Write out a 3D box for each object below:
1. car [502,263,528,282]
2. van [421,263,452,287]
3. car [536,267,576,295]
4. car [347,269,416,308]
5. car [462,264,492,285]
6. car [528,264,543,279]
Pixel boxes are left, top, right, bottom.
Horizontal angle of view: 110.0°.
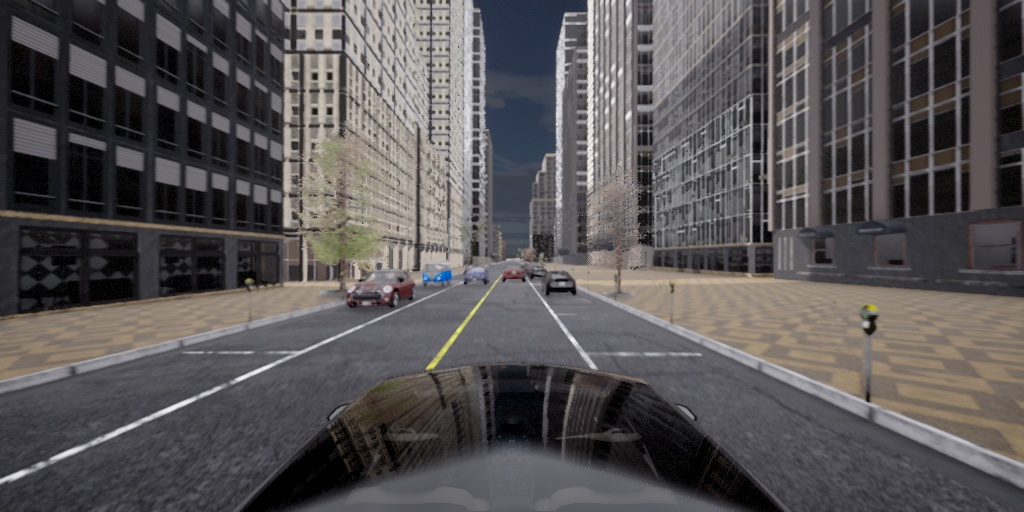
[{"bbox_3d":[0.169,1.486,33.861,2.097,1.767,4.553,0,-1,0],"label":"car"},{"bbox_3d":[-5.630,1.379,27.225,1.690,1.789,3.998,0,0,0],"label":"van"},{"bbox_3d":[2.735,1.562,21.552,1.948,1.339,4.313,0,0,0],"label":"car"},{"bbox_3d":[-5.662,1.343,15.943,1.967,1.591,4.097,0,0,0],"label":"car"},{"bbox_3d":[-2.928,1.609,30.379,1.812,1.442,4.674,0,-1,0],"label":"car"},{"bbox_3d":[2.785,1.763,38.479,1.948,1.339,4.313,0,0,0],"label":"car"}]
